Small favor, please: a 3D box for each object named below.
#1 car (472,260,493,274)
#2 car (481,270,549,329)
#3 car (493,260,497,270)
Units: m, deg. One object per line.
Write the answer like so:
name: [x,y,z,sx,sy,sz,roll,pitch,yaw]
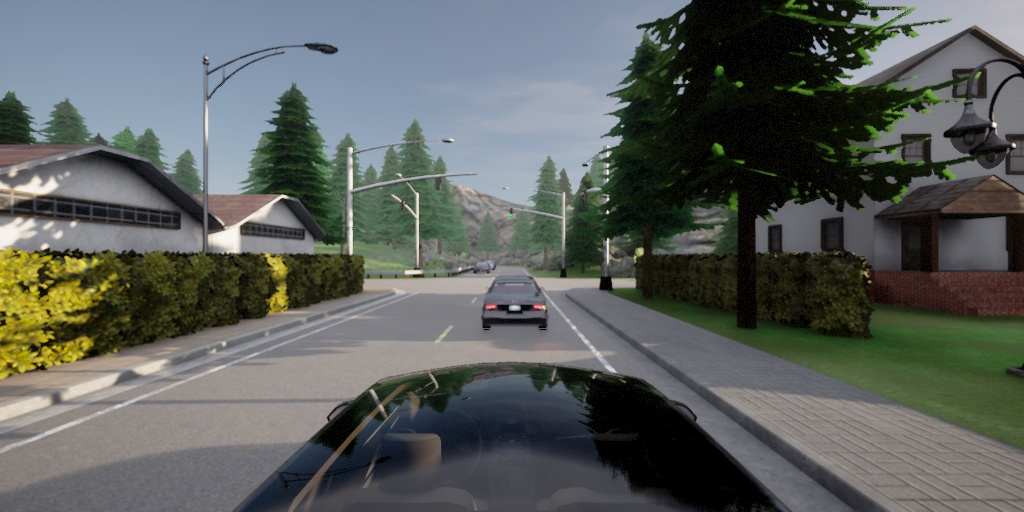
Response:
car: [-3.595,1.408,43.510,1.812,1.442,4.674,0,0,0]
car: [0.076,1.328,11.324,2.033,1.411,5.357,0,0,0]
car: [-3.596,1.439,53.528,1.812,1.442,4.674,0,0,0]
